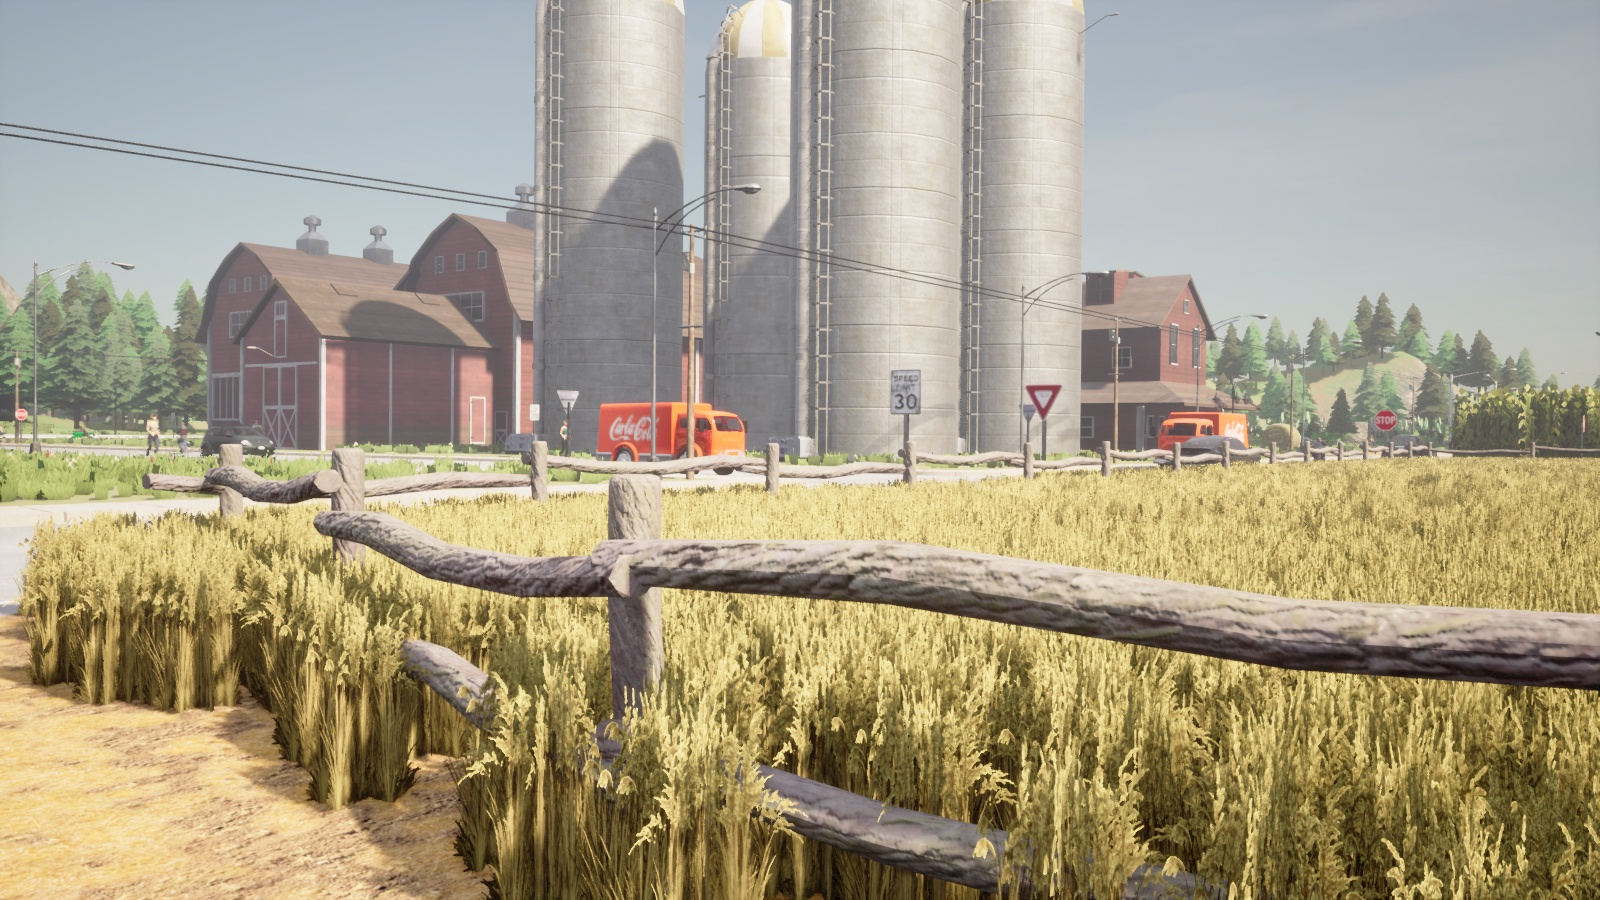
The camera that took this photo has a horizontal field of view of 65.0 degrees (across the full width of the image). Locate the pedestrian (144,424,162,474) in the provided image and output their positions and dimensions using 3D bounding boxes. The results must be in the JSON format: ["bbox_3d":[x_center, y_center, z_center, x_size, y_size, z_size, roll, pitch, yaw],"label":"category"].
[{"bbox_3d":[-24.354,-0.039,47.299,0.594,1.836,0.345,0,1,35],"label":"pedestrian"}]

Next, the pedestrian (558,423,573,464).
[{"bbox_3d":[-10.642,-0.296,57.009,0.594,1.836,0.345,0,1,40],"label":"pedestrian"}]

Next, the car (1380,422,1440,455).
[{"bbox_3d":[33.248,-0.644,68.391,2.097,1.767,4.553,0,1,37],"label":"car"}]

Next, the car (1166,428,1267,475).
[{"bbox_3d":[14.377,0.017,43.168,1.837,1.490,4.892,0,1,37],"label":"car"}]

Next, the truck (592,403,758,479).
[{"bbox_3d":[-4.303,-0.303,43.068,5.204,2.467,2.627,0,1,36],"label":"truck"}]

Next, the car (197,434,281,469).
[{"bbox_3d":[-26.428,0.061,59.120,3.988,1.617,1.851,0,1,36],"label":"car"}]

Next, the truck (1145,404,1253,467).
[{"bbox_3d":[16.515,-0.613,51.815,2.627,2.467,5.204,0,1,38],"label":"truck"}]
